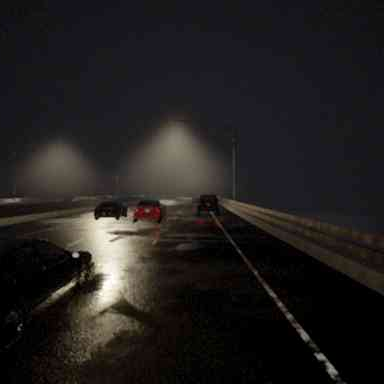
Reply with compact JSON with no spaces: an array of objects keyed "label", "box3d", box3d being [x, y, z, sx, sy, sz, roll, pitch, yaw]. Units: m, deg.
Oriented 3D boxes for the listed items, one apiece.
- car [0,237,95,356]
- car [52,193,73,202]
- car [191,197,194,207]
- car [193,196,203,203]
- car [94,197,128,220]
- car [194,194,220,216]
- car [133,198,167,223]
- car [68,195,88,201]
[{"label":"car","box3d":[-3.386,1.546,5.992,2.033,1.411,5.357,0,0,0]},{"label":"car","box3d":[-23.442,1.292,60.837,2.150,2.045,5.566,0,0,2]},{"label":"car","box3d":[0.778,1.548,51.697,1.837,1.490,4.892,0,0,2]},{"label":"car","box3d":[1.311,1.554,67.387,1.994,1.385,4.181,0,0,2]},{"label":"car","box3d":[-6.666,1.486,27.816,1.882,1.535,5.008,0,0,1]},{"label":"car","box3d":[1.538,1.240,32.708,2.150,2.045,5.566,0,0,1]},{"label":"car","box3d":[-3.193,1.360,25.997,2.097,1.767,4.553,0,0,1]},{"label":"car","box3d":[-19.971,1.650,59.880,1.895,1.301,4.718,0,0,2]}]
